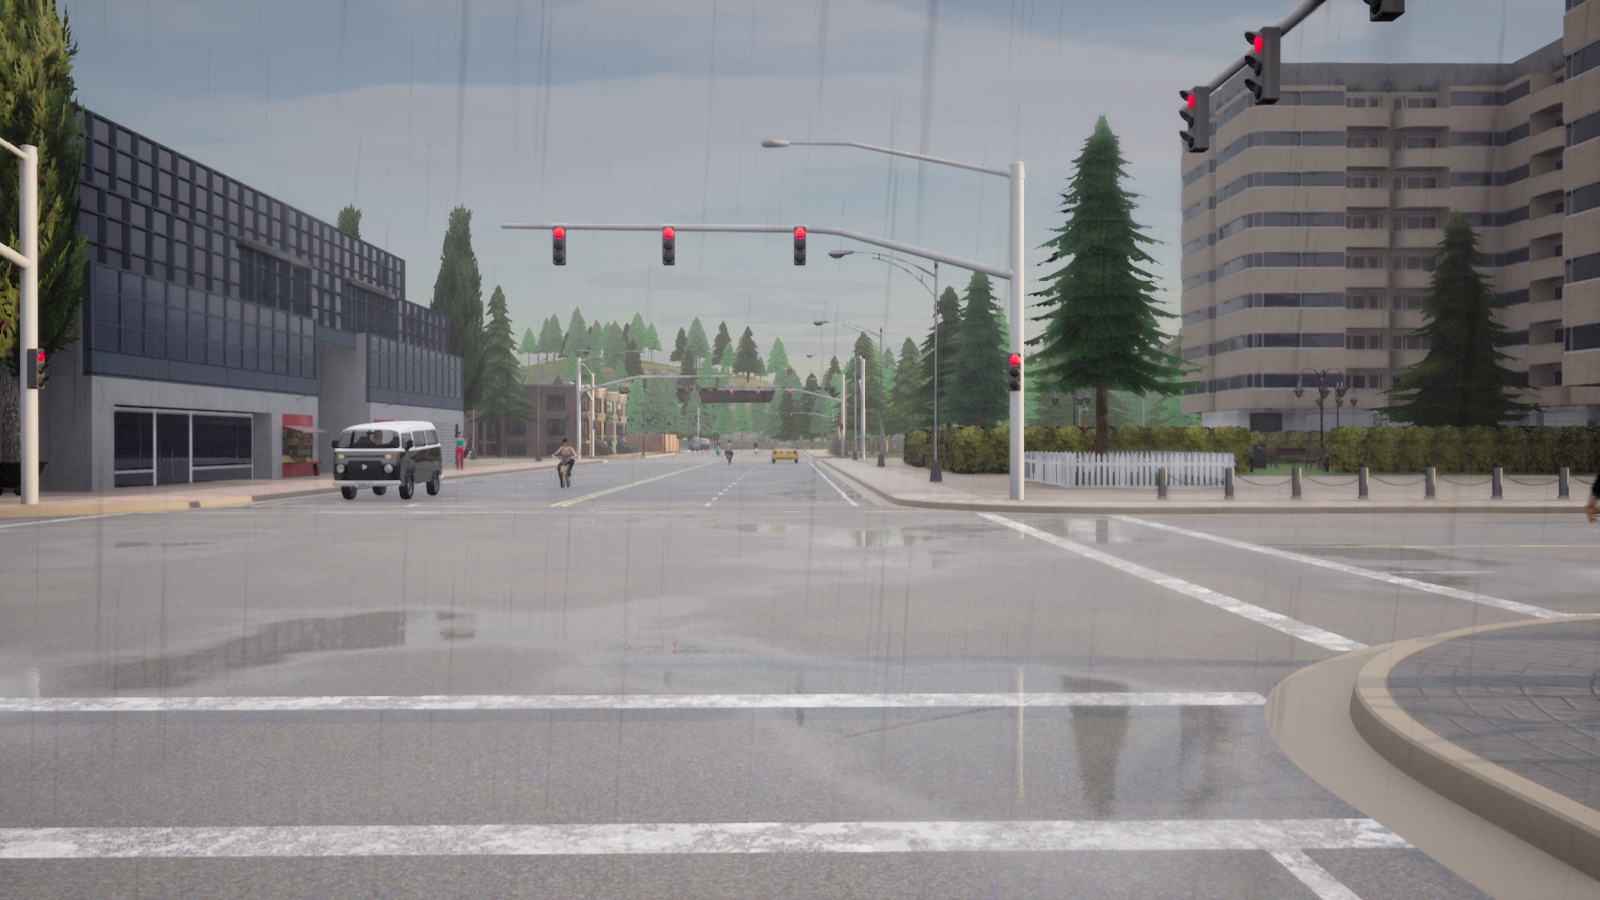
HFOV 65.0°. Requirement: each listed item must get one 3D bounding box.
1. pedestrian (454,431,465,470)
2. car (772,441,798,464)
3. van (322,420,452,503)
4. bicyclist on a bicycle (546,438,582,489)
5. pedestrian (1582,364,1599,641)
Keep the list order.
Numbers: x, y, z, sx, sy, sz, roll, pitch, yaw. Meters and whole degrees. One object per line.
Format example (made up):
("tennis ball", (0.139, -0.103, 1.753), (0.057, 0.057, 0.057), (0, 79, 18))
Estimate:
("pedestrian", (-16.174, 0.019, 59.633), (0.345, 1.836, 0.594), (0, 0, -1))
("car", (-1.048, 0.138, 87.748), (1.801, 1.575, 5.366), (0, 1, -1))
("van", (-10.995, 0.237, 33.804), (2.069, 2.038, 4.480), (0, 2, -1))
("bicyclist on a bicycle", (-7.564, 0.424, 40.327), (0.866, 1.612, 1.509), (0, 0, 0))
("pedestrian", (5.705, 0.351, 8.539), (0.720, 1.854, 0.376), (0, 0, -33))
